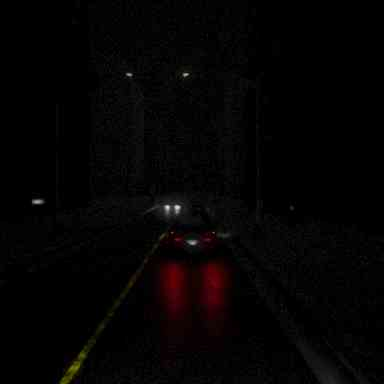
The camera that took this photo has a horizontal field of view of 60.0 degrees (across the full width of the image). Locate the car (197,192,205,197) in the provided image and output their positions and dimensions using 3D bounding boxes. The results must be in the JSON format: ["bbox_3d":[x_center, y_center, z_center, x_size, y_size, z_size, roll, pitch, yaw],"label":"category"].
[{"bbox_3d":[2.874,1.395,95.068,1.947,1.339,4.313,0,0,0],"label":"car"}]

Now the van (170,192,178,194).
[{"bbox_3d":[-5.650,1.170,95.122,1.690,1.788,3.998,0,0,0],"label":"van"}]

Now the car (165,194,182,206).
[{"bbox_3d":[-3.056,1.453,52.748,1.837,1.490,4.892,0,0,1],"label":"car"}]

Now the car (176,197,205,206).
[{"bbox_3d":[0.037,1.477,27.881,2.128,1.511,4.902,0,0,1],"label":"car"}]

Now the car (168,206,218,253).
[{"bbox_3d":[0.047,1.522,13.589,1.812,1.442,4.674,0,0,1],"label":"car"}]
